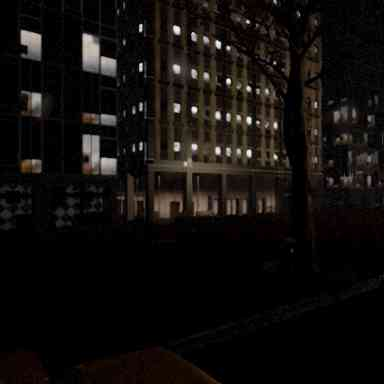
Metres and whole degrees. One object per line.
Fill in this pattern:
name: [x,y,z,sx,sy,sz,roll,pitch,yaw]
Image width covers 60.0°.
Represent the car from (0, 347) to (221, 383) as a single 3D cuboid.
car: [-1.739,1.526,1.201,4.829,1.417,1.752,0,0,-36]
